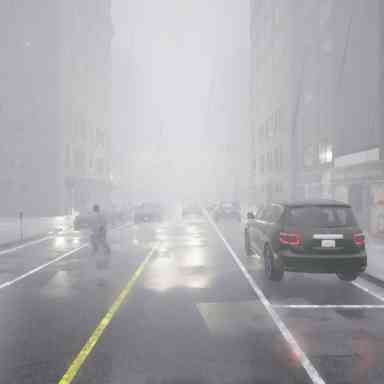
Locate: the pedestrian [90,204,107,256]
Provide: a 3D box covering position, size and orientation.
[{"bbox_3d":[-3.253,1.296,11.569,0.375,1.860,0.375,0,0,-15],"label":"pedestrian"}]

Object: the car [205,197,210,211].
[{"bbox_3d":[2.657,1.589,37.330,1.802,1.307,4.206,0,0,0],"label":"car"}]

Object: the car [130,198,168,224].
[{"bbox_3d":[-3.108,1.481,24.945,1.882,1.535,5.008,0,1,0],"label":"car"}]

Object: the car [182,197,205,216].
[{"bbox_3d":[0.055,1.531,32.154,1.812,1.442,4.674,0,0,1],"label":"car"}]

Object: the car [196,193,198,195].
[{"bbox_3d":[2.836,1.475,88.911,1.967,1.590,4.097,0,0,0],"label":"car"}]

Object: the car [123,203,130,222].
[{"bbox_3d":[-5.866,1.548,26.130,1.887,1.381,4.507,0,0,0],"label":"car"}]

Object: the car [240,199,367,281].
[{"bbox_3d":[2.998,1.224,9.993,2.150,2.045,5.566,0,0,0],"label":"car"}]

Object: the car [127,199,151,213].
[{"bbox_3d":[-5.869,1.558,37.322,2.008,1.369,4.403,0,0,0],"label":"car"}]

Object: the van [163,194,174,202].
[{"bbox_3d":[-5.737,1.370,77.607,1.690,1.788,3.998,0,0,0],"label":"van"}]

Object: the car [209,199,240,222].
[{"bbox_3d":[2.660,1.444,26.141,1.967,1.590,4.097,0,0,0],"label":"car"}]

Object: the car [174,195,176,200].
[{"bbox_3d":[-5.714,1.472,83.275,1.967,1.590,4.097,0,0,0],"label":"car"}]

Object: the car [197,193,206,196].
[{"bbox_3d":[2.789,1.469,77.573,1.967,1.590,4.097,0,0,0],"label":"car"}]

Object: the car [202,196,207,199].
[{"bbox_3d":[2.655,1.561,42.924,2.008,1.369,4.403,0,0,0],"label":"car"}]

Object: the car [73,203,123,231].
[{"bbox_3d":[-5.864,1.547,20.534,1.887,1.381,4.507,0,0,0],"label":"car"}]
